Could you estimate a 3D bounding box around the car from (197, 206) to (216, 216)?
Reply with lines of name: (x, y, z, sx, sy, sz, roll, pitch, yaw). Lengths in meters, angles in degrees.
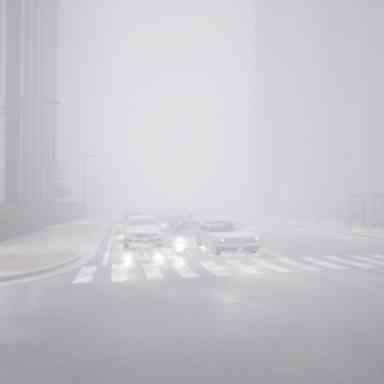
car: (2.014, 2.673, 47.246, 1.882, 1.535, 5.008, 0, -1, -12)

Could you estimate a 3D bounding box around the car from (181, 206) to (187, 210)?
car: (-2.125, 2.733, 49.159, 1.882, 1.535, 5.008, 0, -1, -16)

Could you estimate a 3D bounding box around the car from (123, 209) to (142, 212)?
car: (-4.532, 2.312, 26.716, 1.895, 1.301, 4.718, 0, -1, -12)

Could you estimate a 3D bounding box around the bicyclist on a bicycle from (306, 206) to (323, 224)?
bicyclist on a bicycle: (10.755, 2.026, 29.238, 1.656, 1.620, 0.582, 0, -1, -12)

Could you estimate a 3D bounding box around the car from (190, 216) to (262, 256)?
car: (1.451, 2.013, 15.303, 1.895, 1.301, 4.718, 0, -1, -13)

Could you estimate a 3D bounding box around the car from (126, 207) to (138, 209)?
car: (-6.642, 2.461, 36.968, 2.128, 1.511, 4.902, 0, -1, -11)

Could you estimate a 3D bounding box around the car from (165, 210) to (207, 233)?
car: (-0.536, 2.250, 24.688, 1.895, 1.301, 4.718, 0, -1, -12)

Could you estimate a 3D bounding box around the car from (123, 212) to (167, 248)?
car: (-2.671, 2.012, 17.808, 1.812, 1.442, 4.674, 0, -1, -12)

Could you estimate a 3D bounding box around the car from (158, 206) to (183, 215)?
car: (-2.701, 2.460, 35.158, 2.033, 1.411, 5.357, 0, -1, -12)
